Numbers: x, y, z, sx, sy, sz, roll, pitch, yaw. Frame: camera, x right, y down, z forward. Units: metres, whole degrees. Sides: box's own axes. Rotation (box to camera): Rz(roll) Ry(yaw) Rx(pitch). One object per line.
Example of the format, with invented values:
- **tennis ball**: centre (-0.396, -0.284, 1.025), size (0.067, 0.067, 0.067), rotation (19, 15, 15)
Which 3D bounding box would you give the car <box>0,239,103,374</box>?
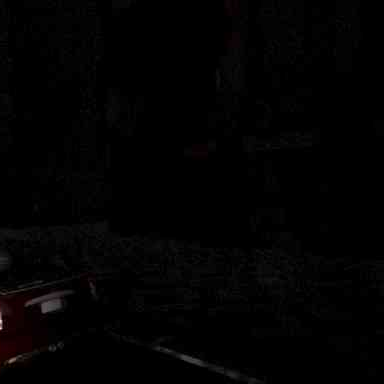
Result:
- **car**: centre (-3.375, 1.494, 5.377), size (4.097, 1.590, 1.967), rotation (-1, -1, 36)
